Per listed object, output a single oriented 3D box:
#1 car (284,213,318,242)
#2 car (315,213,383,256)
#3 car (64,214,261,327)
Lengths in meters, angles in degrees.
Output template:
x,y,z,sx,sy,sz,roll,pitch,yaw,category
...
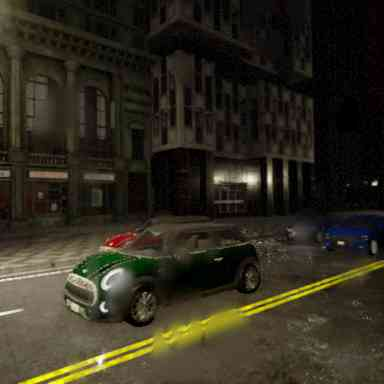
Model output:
x,y,z,sx,sy,sz,roll,pitch,yaw,category
7.035,1.908,18.457,4.674,1.442,1.812,1,-2,-41,car
7.761,1.759,14.795,5.008,1.535,1.882,1,-2,-41,car
-0.481,1.558,7.660,4.553,1.767,2.097,0,-2,-41,car
